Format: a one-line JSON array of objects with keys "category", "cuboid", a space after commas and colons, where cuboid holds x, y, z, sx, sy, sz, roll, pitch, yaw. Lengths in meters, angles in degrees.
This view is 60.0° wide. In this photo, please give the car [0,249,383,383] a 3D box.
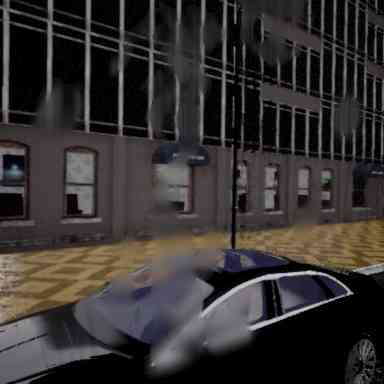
[{"category": "car", "cuboid": [0.154, 1.449, 3.510, 4.902, 1.511, 2.128, 0, 1, -34]}]
